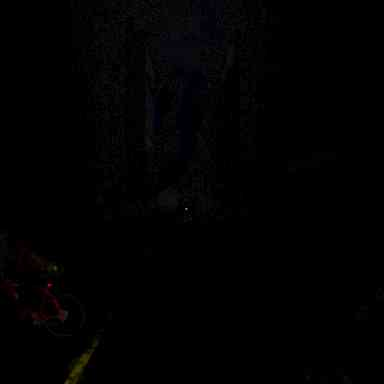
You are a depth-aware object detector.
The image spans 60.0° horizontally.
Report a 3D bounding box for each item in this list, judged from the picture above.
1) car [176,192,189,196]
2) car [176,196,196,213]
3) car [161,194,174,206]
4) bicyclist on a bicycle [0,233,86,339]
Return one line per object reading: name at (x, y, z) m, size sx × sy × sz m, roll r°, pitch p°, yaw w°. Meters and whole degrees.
car at (-0.869, 1.270, 48.667) m, size 2.097 × 1.767 × 4.553 m, roll 0°, pitch 0°, yaw -1°
car at (-0.616, 1.466, 36.200) m, size 1.837 × 1.490 × 4.892 m, roll 0°, pitch 0°, yaw -1°
car at (-3.915, 1.497, 53.635) m, size 1.895 × 1.301 × 4.718 m, roll 0°, pitch 0°, yaw -1°
bicyclist on a bicycle at (-2.468, 1.454, 5.091) m, size 1.656 × 1.620 × 0.582 m, roll -2°, pitch 0°, yaw -1°
